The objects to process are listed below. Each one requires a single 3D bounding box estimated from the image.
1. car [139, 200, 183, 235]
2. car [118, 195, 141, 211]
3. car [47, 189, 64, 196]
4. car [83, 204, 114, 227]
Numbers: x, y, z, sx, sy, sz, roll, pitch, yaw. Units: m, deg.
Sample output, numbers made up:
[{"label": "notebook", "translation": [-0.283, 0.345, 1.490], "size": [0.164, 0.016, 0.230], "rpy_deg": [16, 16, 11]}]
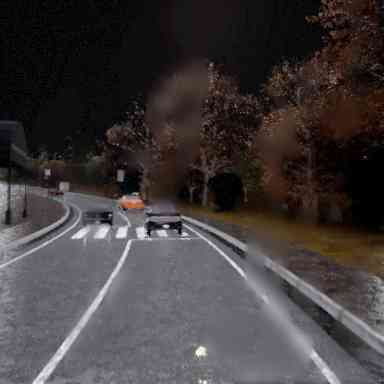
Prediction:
[{"label": "car", "translation": [-1.699, 1.445, 18.619], "size": [2.128, 1.511, 4.902], "rpy_deg": [0, 0, -10]}, {"label": "car", "translation": [-6.729, 1.065, 36.107], "size": [2.097, 1.767, 4.553], "rpy_deg": [1, 1, -21]}, {"label": "car", "translation": [-24.243, 0.085, 59.304], "size": [1.895, 1.301, 4.718], "rpy_deg": [2, 2, -38]}, {"label": "car", "translation": [-6.159, 1.490, 22.133], "size": [1.895, 1.301, 4.718], "rpy_deg": [0, 0, -13]}]
